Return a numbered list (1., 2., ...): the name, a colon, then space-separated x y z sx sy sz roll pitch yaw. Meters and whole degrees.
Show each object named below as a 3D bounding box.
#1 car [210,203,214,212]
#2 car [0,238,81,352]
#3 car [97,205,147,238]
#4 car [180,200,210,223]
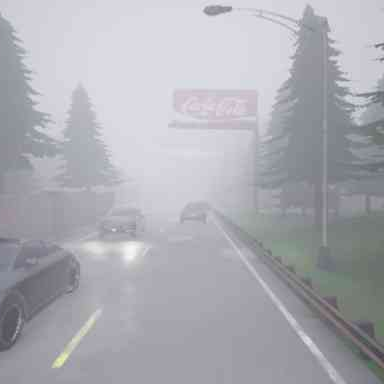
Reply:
1. car: 1.087 1.634 39.123 2.128 1.511 4.902 0 0 23
2. car: -3.565 1.563 6.020 1.994 1.385 4.181 0 0 0
3. car: -3.565 1.500 17.647 1.837 1.490 4.892 0 0 0
4. car: 0.085 1.558 25.501 1.994 1.385 4.181 0 0 0
